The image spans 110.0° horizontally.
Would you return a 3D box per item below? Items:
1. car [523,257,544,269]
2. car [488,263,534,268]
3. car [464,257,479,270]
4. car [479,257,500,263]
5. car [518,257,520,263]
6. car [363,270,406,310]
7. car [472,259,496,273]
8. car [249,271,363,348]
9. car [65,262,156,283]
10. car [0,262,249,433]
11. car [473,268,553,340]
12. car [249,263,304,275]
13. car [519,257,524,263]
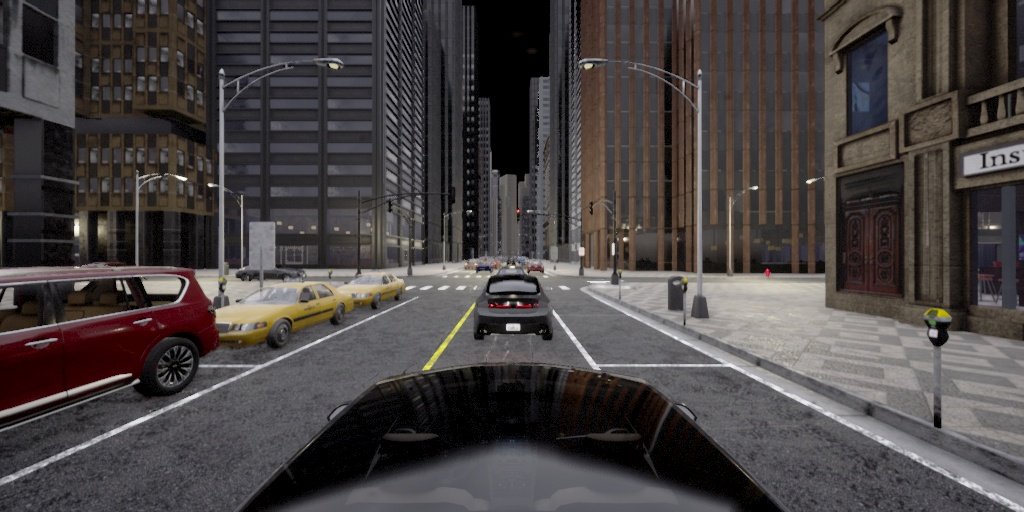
[{"bbox_3d":[2.662,1.179,41.817,1.967,1.591,4.097,0,0,0],"label":"car"},{"bbox_3d":[-0.046,1.290,20.253,2.033,1.411,5.357,0,0,0],"label":"car"},{"bbox_3d":[-5.891,1.178,52.994,1.967,1.591,4.097,0,0,0],"label":"car"},{"bbox_3d":[-3.212,1.090,52.802,2.097,1.767,4.553,0,0,0],"label":"car"},{"bbox_3d":[2.605,1.305,64.252,1.948,1.339,4.313,0,0,0],"label":"car"},{"bbox_3d":[-5.795,1.271,14.831,1.751,1.417,4.829,0,0,0],"label":"car"},{"bbox_3d":[-3.192,1.341,42.331,1.895,1.301,4.718,0,0,0],"label":"car"},{"bbox_3d":[-5.780,1.273,9.229,1.751,1.417,4.829,0,0,0],"label":"car"},{"bbox_3d":[-29.628,1.176,26.543,4.674,1.442,1.812,0,0,0],"label":"car"},{"bbox_3d":[-5.767,1.064,3.798,2.192,1.841,5.009,0,0,0],"label":"car"},{"bbox_3d":[0.036,1.252,9.924,1.837,1.490,4.892,0,0,0],"label":"car"},{"bbox_3d":[-17.848,1.212,26.651,4.674,1.442,1.812,0,0,-2],"label":"car"},{"bbox_3d":[2.620,1.289,58.643,2.007,1.370,4.403,0,0,0],"label":"car"}]
